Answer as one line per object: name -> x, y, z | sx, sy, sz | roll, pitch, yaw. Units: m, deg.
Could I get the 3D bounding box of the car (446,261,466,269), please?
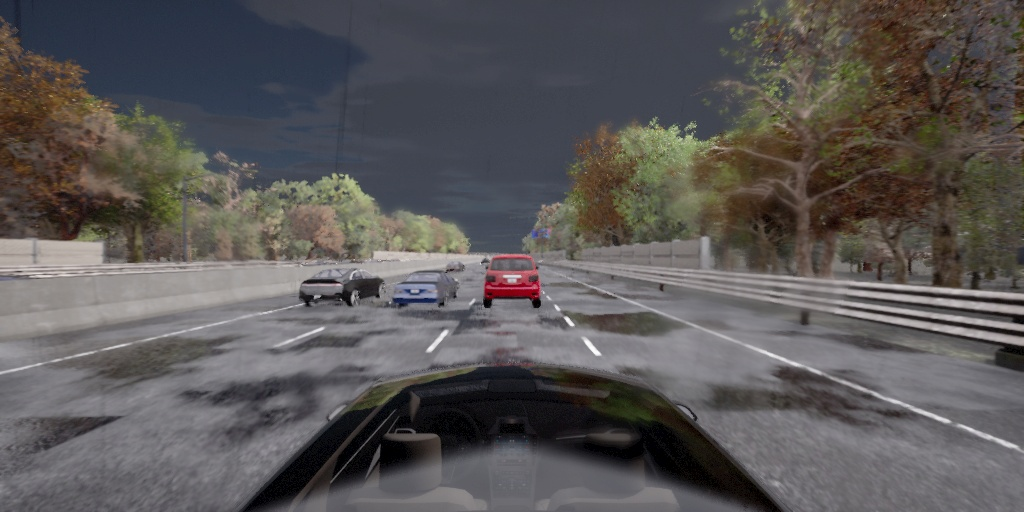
car -> -6.979, 1.361, 44.532 | 2.033, 1.411, 5.357 | 0, 0, 0

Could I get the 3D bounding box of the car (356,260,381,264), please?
car -> -21.016, 1.323, 54.073 | 2.128, 1.511, 4.902 | 0, 0, 1

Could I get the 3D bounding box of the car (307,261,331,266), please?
car -> -27.984, 1.432, 52.619 | 1.895, 1.301, 4.718 | 0, 0, 1

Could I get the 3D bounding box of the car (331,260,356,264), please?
car -> -24.502, 1.342, 53.682 | 1.837, 1.490, 4.892 | 0, 0, 1

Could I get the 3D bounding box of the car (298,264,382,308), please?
car -> -6.992, 1.263, 15.305 | 2.128, 1.511, 4.902 | 0, 0, 0

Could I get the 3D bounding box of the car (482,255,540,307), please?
car -> 0.008, 0.992, 15.625 | 2.150, 2.045, 5.566 | 0, 0, 0

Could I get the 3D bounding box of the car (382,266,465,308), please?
car -> -3.491, 1.318, 15.407 | 2.033, 1.411, 5.357 | 0, 0, 0

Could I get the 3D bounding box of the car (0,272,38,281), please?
car -> -17.592, 1.316, 11.446 | 2.033, 1.411, 5.357 | 0, 0, 0

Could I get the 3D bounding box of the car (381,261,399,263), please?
car -> -17.511, 1.393, 53.665 | 1.994, 1.385, 4.181 | 0, 0, 1
